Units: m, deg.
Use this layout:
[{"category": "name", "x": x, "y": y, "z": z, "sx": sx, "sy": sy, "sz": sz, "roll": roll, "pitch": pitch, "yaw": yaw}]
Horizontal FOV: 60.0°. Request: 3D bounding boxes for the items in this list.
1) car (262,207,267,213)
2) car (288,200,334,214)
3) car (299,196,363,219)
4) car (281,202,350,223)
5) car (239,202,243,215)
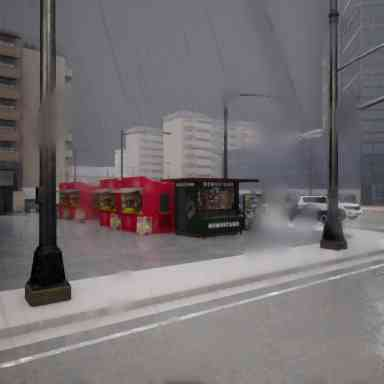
[{"category": "car", "x": 5.953, "y": 1.789, "z": 37.708, "sx": 2.033, "sy": 1.411, "sz": 5.357, "roll": 0, "pitch": -1, "yaw": -36}, {"category": "car", "x": 13.851, "y": 1.699, "z": 39.085, "sx": 1.837, "sy": 1.490, "sz": 4.892, "roll": 0, "pitch": -1, "yaw": -36}, {"category": "car", "x": 11.977, "y": 1.339, "z": 29.419, "sx": 2.150, "sy": 2.045, "sz": 5.566, "roll": 0, "pitch": -1, "yaw": -36}, {"category": "car", "x": 9.649, "y": 1.707, "z": 26.689, "sx": 1.895, "sy": 1.301, "sz": 4.718, "roll": 0, "pitch": -1, "yaw": -37}, {"category": "car", "x": 3.965, "y": 1.769, "z": 34.484, "sx": 2.033, "sy": 1.411, "sz": 5.357, "roll": 0, "pitch": -1, "yaw": -37}]
